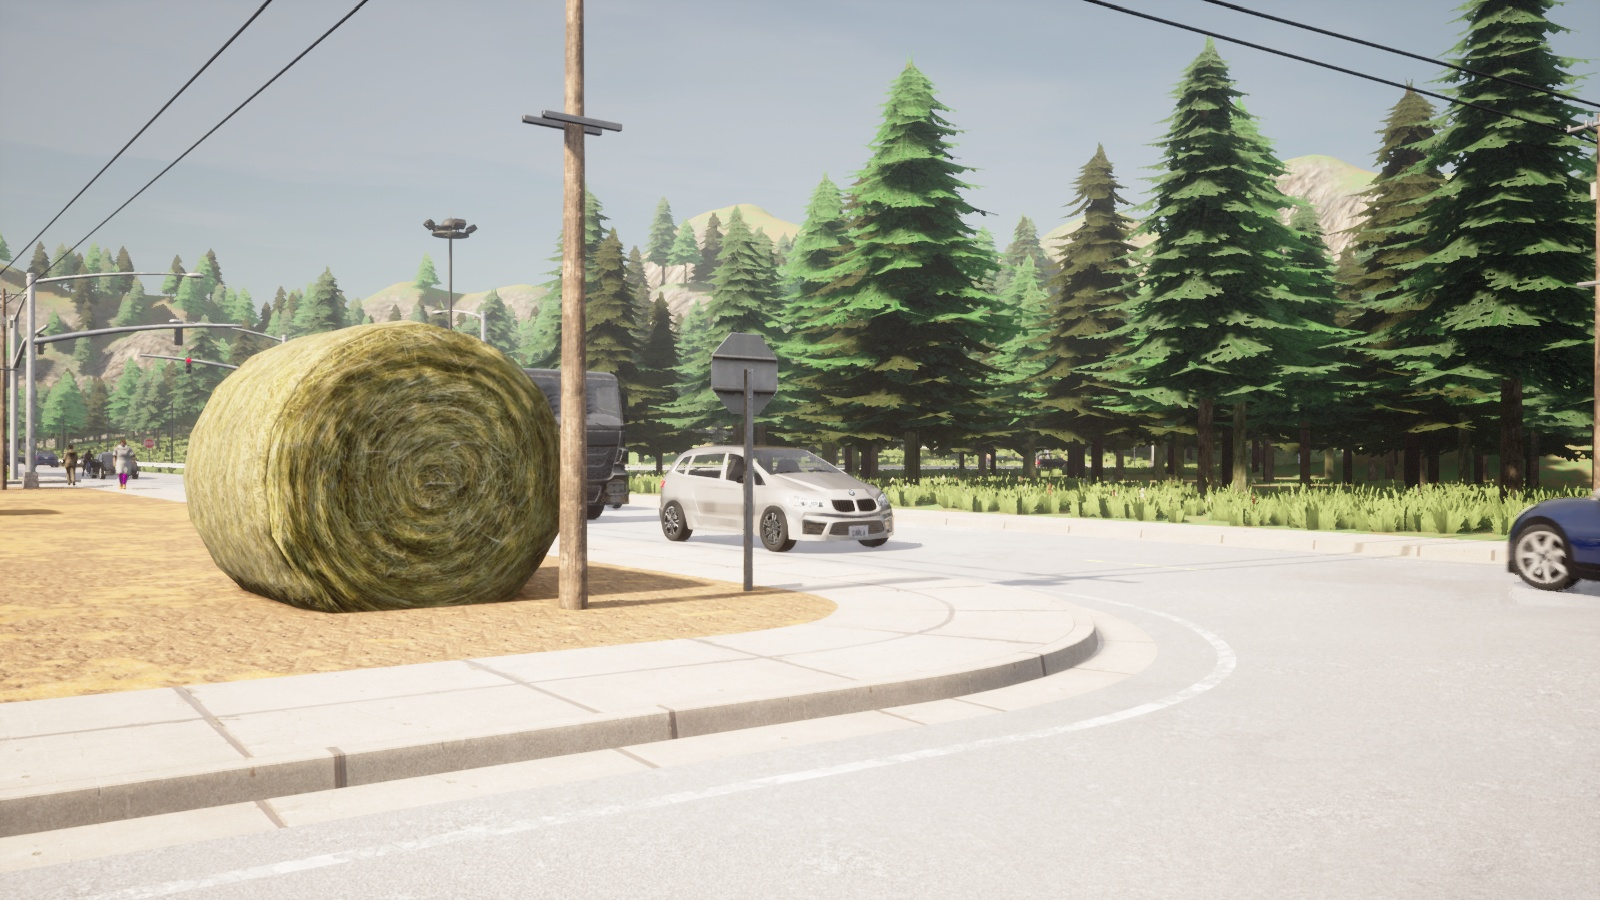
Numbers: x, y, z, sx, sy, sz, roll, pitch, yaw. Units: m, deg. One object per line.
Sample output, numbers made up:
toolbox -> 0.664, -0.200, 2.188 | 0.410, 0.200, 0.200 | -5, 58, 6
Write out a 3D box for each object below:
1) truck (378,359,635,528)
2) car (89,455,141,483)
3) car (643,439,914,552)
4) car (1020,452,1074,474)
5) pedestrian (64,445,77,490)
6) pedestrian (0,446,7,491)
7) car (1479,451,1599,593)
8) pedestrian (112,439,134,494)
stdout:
truck -> -7.195, -0.114, 29.783 | 2.891, 3.462, 7.936 | 0, 0, -38
car -> -38.275, 1.037, 70.097 | 1.837, 1.490, 4.892 | 0, 0, -38
car -> -0.478, 0.677, 21.074 | 2.242, 1.667, 4.611 | 0, 0, -37
car -> 17.822, 0.916, 90.697 | 3.705, 1.549, 1.789 | 0, 0, -36
pedestrian -> -31.608, 0.755, 54.428 | 0.396, 1.930, 0.692 | 0, 0, -39
pedestrian -> -32.513, 0.749, 51.049 | 0.353, 1.847, 0.614 | 0, 0, -41
car -> 9.298, 0.745, 13.041 | 1.970, 1.475, 3.806 | 0, 0, -11
pedestrian -> -24.481, 0.590, 45.430 | 0.659, 1.952, 0.873 | 0, 0, -26
